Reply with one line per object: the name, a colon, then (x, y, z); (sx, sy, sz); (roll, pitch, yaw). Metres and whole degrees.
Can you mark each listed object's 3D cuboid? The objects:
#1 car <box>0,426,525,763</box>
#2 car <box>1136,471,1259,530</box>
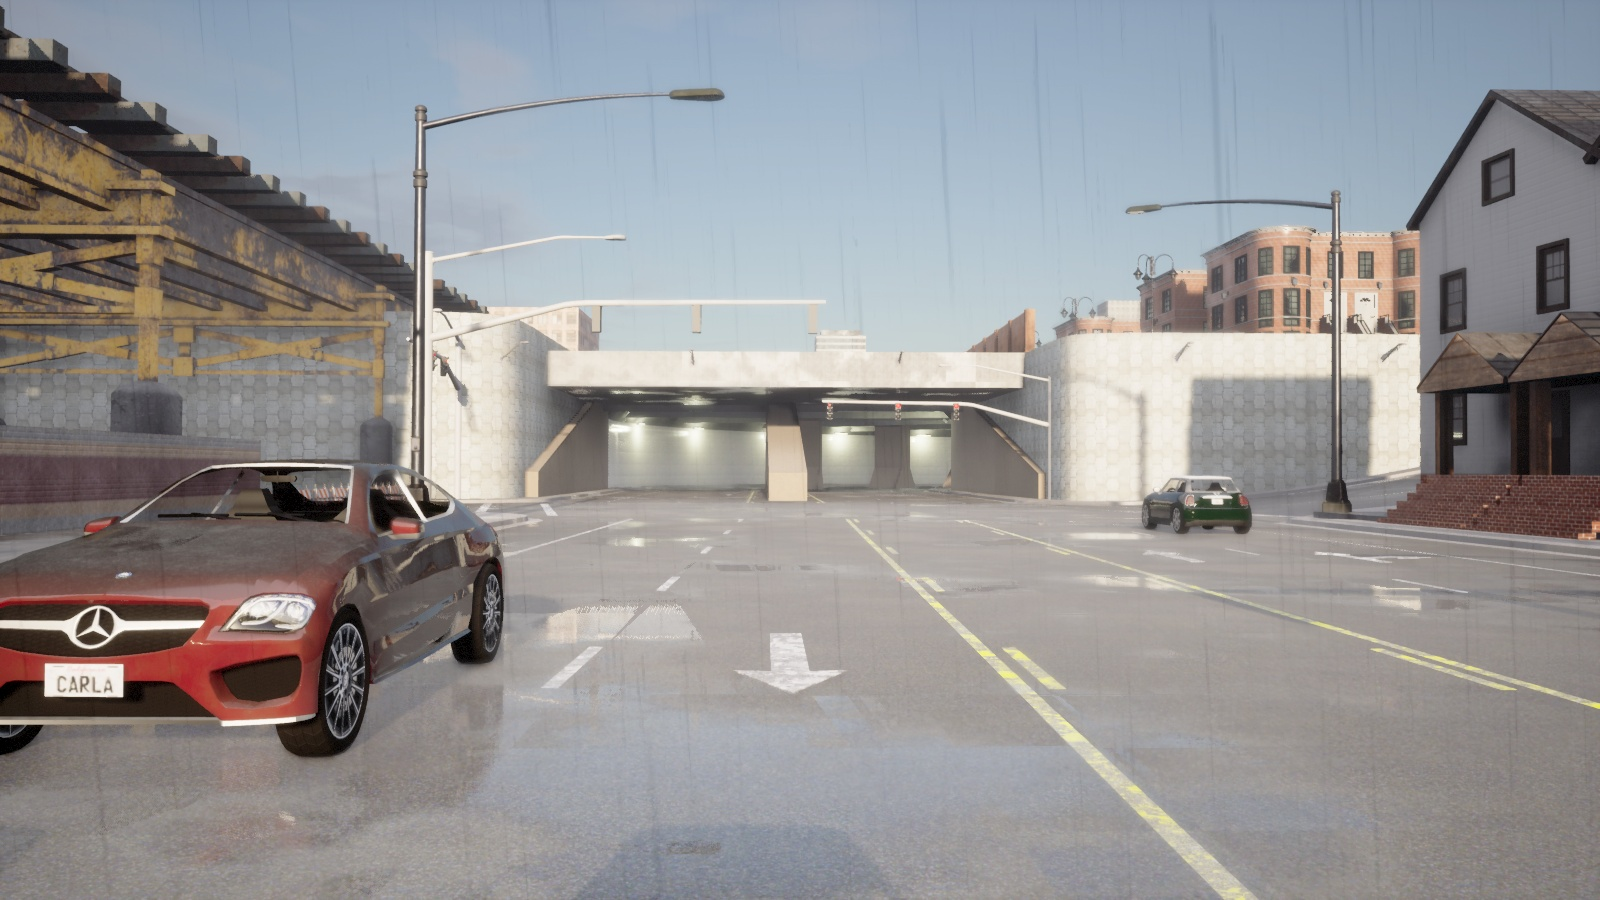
car: (-3.521, 0.753, 8.692); (2.152, 1.651, 5.027); (0, -1, 0)
car: (10.448, 1.296, 33.317); (1.970, 1.475, 3.806); (0, -1, -1)
